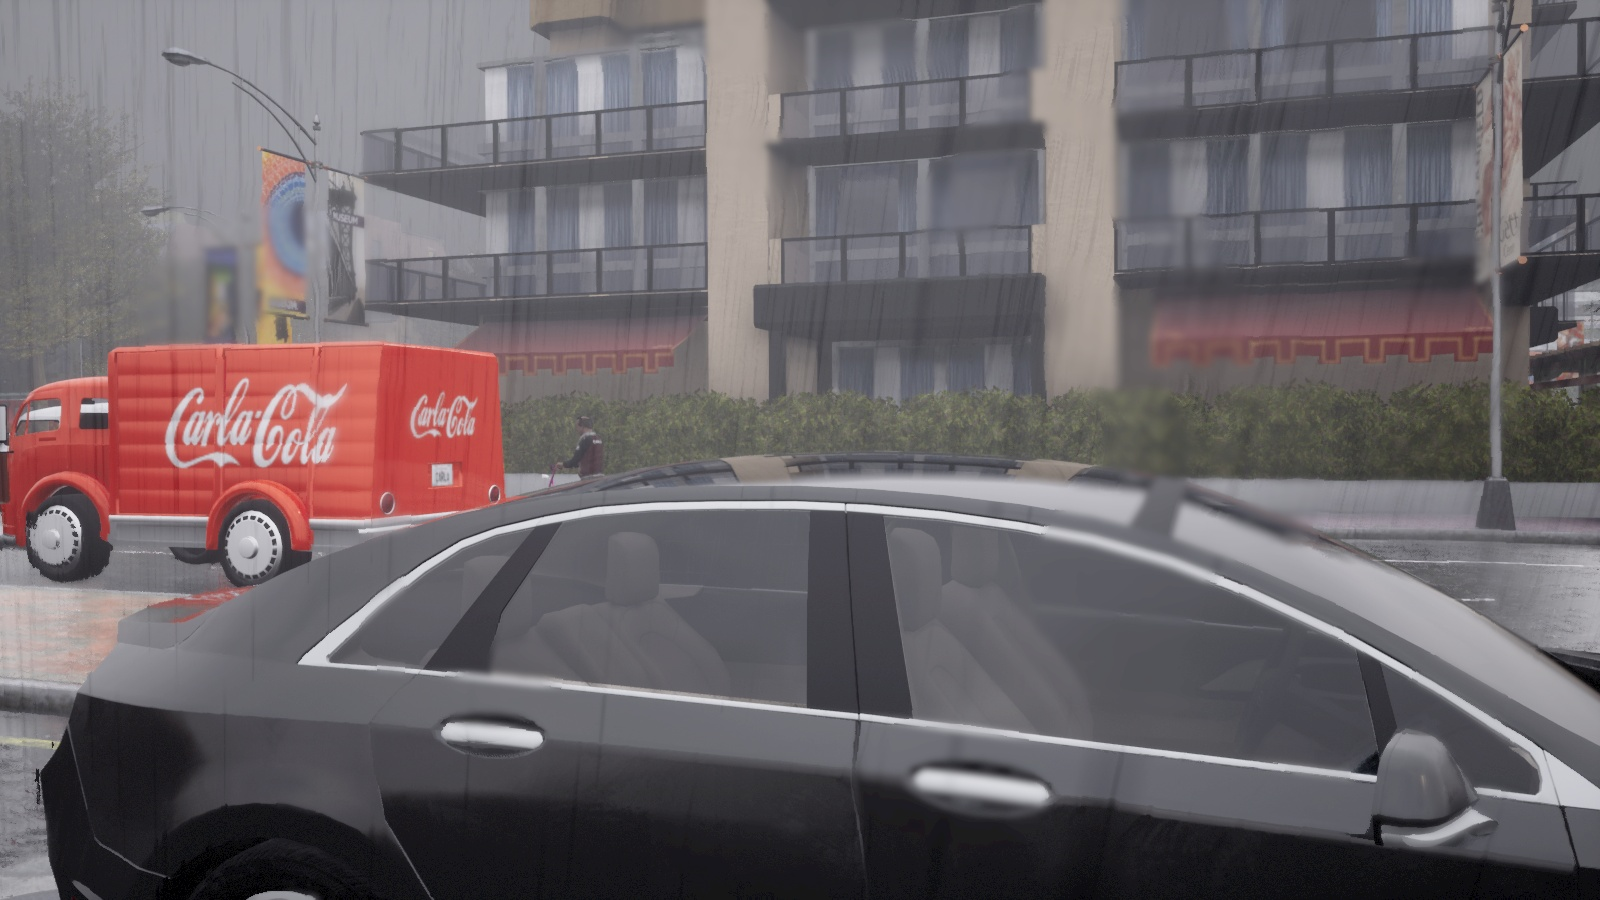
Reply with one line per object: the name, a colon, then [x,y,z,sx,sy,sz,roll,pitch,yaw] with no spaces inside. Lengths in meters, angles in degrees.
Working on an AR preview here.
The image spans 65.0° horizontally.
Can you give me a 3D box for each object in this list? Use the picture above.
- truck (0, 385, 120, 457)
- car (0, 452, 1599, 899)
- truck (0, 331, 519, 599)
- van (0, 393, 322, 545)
truck: [-42.201,-1.612,69.671,8.468,3.827,2.891,1,1,19]
car: [0.540,0.785,3.011,4.892,1.490,1.837,1,1,19]
truck: [-6.039,0.099,13.653,5.204,2.467,2.627,1,1,19]
van: [-9.596,0.218,18.508,4.480,2.038,2.069,1,1,19]
